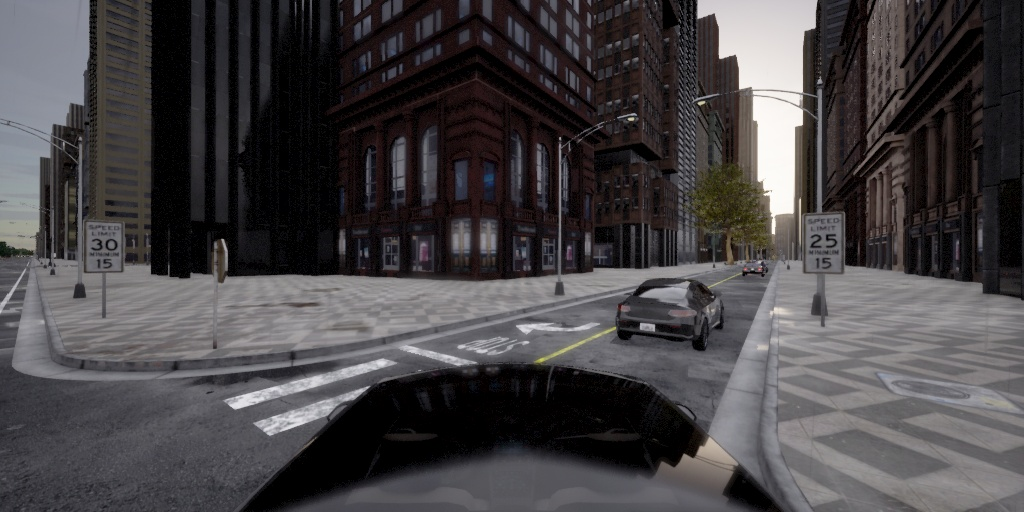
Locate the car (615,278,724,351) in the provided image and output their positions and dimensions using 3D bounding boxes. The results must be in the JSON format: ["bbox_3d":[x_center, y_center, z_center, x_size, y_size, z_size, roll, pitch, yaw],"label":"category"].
[{"bbox_3d":[4.126,1.279,9.120,1.812,1.442,4.674,0,0,37],"label":"car"}]

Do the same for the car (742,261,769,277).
[{"bbox_3d":[24.535,1.327,36.332,2.033,1.411,5.357,0,0,37],"label":"car"}]

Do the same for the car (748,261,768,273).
[{"bbox_3d":[30.764,1.327,44.752,1.812,1.442,4.674,0,0,37],"label":"car"}]
